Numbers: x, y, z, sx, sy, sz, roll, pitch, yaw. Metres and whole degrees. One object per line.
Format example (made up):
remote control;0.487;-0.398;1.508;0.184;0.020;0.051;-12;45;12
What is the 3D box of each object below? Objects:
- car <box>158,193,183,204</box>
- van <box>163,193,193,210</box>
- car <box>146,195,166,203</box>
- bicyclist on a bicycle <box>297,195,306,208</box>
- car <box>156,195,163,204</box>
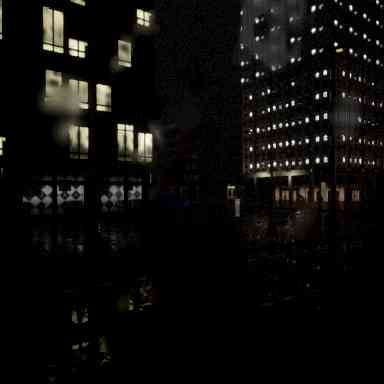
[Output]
car;-3.842;1.035;58.721;2.192;1.841;5.009;0;0;-34
van;-1.440;1.210;40.266;1.690;1.788;3.998;0;0;-34
car;-6.954;1.238;63.305;1.887;1.381;4.507;0;0;-34
bicyclist on a bicycle;12.950;1.117;39.221;1.656;1.620;0.582;-1;1;-34
car;-4.490;1.301;55.057;2.033;1.411;5.357;-1;1;-34
